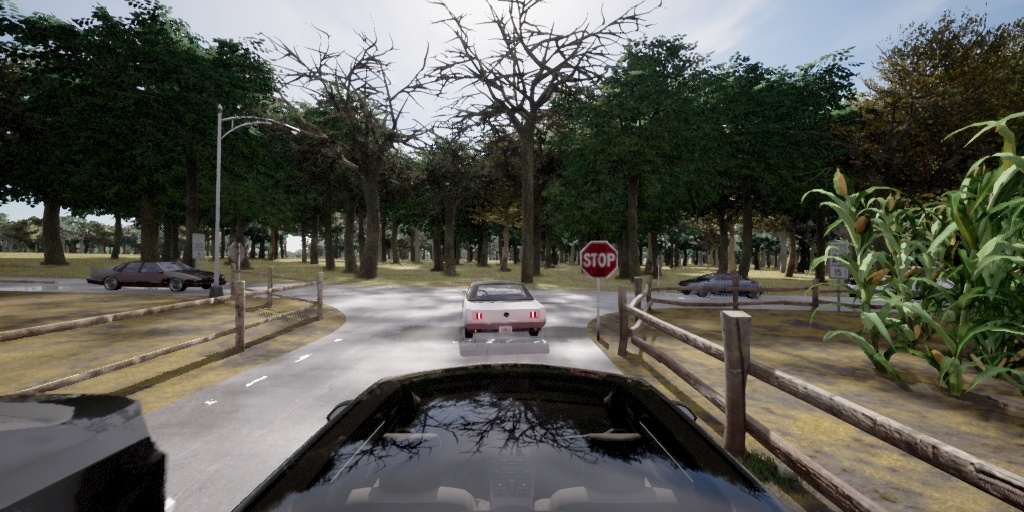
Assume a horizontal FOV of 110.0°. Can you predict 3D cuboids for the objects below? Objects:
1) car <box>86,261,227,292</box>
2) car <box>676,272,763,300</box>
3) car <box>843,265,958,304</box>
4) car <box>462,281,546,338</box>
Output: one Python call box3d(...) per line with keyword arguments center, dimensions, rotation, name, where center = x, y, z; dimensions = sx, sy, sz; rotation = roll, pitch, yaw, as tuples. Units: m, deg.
box3d(center=(-16.976, 0.924, 17.248), dimensions=(5.357, 1.411, 2.033), rotation=(1, 0, 0), name="car")
box3d(center=(11.537, 1.619, 20.062), dimensions=(4.181, 1.385, 1.994), rotation=(1, 0, 1), name="car")
box3d(center=(21.916, 1.522, 20.015), dimensions=(5.566, 2.045, 2.150), rotation=(1, 0, 1), name="car")
box3d(center=(-0.458, 1.351, 10.221), dimensions=(1.895, 1.301, 4.718), rotation=(0, 0, -8), name="car")
